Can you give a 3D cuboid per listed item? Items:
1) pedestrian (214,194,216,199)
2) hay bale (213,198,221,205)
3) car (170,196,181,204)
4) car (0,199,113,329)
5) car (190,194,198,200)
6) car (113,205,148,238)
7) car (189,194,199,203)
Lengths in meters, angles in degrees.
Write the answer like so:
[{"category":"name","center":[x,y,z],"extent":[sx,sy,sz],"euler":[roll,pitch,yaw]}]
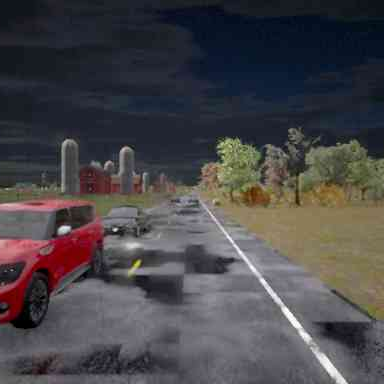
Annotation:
[{"category":"pedestrian","center":[3.982,1.311,58.330],"extent":[0.375,1.860,0.375],"euler":[-1,1,-2]},{"category":"hay bale","center":[4.282,1.664,57.210],"extent":[1.220,1.180,1.240],"euler":[1,1,0]},{"category":"car","center":[-3.197,1.550,64.626],"extent":[2.033,1.411,5.357],"euler":[0,0,1]},{"category":"car","center":[-3.564,1.217,7.287],"extent":[2.150,2.045,5.566],"euler":[0,0,1]},{"category":"car","center":[0.433,1.382,89.012],"extent":[2.128,1.511,4.902],"euler":[0,0,0]},{"category":"car","center":[-3.507,1.500,17.696],"extent":[1.837,1.490,4.892],"euler":[0,0,0]},{"category":"car","center":[0.347,1.580,69.066],"extent":[1.994,1.385,4.181],"euler":[0,0,1]}]
